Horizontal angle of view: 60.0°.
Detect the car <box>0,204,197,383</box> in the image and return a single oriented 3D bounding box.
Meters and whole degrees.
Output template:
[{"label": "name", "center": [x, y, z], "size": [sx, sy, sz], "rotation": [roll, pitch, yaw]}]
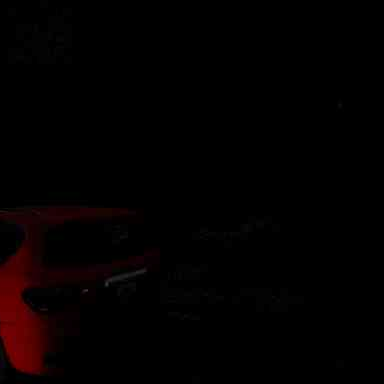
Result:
[{"label": "car", "center": [-2.930, 1.228, 5.406], "size": [5.566, 2.045, 2.435], "rotation": [0, 0, 36]}]
